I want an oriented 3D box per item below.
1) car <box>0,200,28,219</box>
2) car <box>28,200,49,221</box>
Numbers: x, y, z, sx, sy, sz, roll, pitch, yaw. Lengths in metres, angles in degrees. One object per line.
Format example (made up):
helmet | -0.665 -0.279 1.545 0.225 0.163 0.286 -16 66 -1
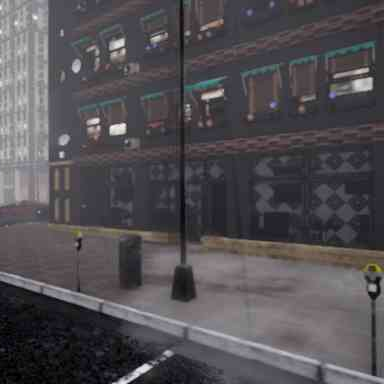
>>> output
car | -13.857 1.389 27.394 1.994 1.385 4.181 -1 1 35
car | -9.095 1.346 24.080 1.947 1.339 4.313 1 1 35
